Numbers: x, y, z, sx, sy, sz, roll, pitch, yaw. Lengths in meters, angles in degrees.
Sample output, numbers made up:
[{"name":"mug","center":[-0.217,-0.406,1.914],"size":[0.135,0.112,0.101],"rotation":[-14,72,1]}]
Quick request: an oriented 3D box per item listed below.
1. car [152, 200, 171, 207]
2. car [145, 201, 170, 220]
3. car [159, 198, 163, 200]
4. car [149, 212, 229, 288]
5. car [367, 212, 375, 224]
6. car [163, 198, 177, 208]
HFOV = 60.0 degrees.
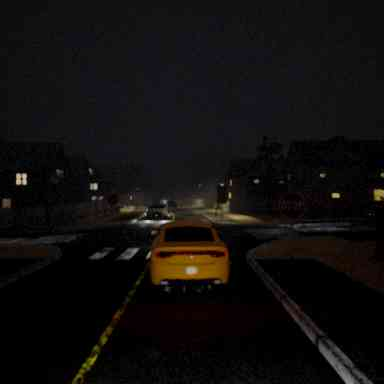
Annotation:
[{"name":"car","center":[-4.227,2.072,43.828],"size":[1.994,1.385,4.181],"rotation":[0,-1,-6]},{"name":"car","center":[-3.333,1.878,32.300],"size":[1.812,1.442,4.674],"rotation":[0,-1,-3]},{"name":"car","center":[-7.157,2.345,65.010],"size":[1.837,1.490,4.892],"rotation":[0,-2,-10]},{"name":"car","center":[-0.174,1.561,9.614],"size":[1.882,1.535,5.008],"rotation":[0,-1,-4]},{"name":"car","center":[13.293,1.427,20.107],"size":[4.718,1.301,1.895],"rotation":[-1,-1,0]},{"name":"car","center":[-3.921,2.299,62.741],"size":[1.837,1.490,4.892],"rotation":[0,-1,-10]}]
